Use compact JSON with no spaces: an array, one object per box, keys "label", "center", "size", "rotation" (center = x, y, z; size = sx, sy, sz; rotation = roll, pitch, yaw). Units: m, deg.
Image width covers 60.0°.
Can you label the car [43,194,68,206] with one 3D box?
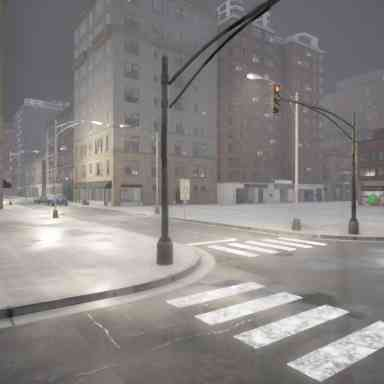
[{"label":"car","center":[-19.624,1.119,48.205],"size":[2.097,1.767,4.553],"rotation":[0,0,-36]}]

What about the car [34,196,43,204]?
[{"label":"car","center":[-25.417,1.287,56.319],"size":[1.994,1.385,4.181],"rotation":[0,0,-36]}]
